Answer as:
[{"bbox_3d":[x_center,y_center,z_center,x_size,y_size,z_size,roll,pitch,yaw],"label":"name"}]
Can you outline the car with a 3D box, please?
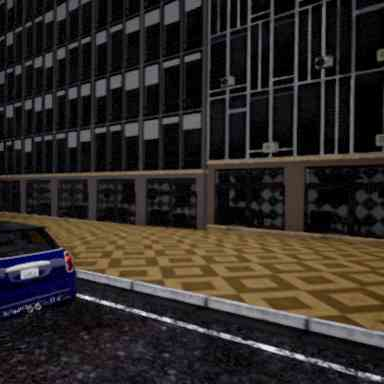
[{"bbox_3d":[-4.410,1.358,6.686,4.553,1.767,2.097,0,0,35],"label":"car"}]
